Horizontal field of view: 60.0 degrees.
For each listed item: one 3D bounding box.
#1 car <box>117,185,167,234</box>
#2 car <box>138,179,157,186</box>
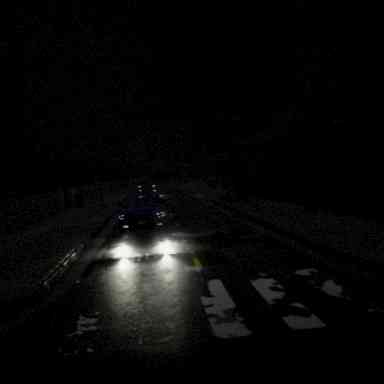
[{"bbox_3d":[-2.150,0.727,14.619,1.882,1.535,5.008,-4,3,-7],"label":"car"},{"bbox_3d":[-5.134,-0.676,38.709,2.097,1.767,4.553,-4,4,-6],"label":"car"}]
